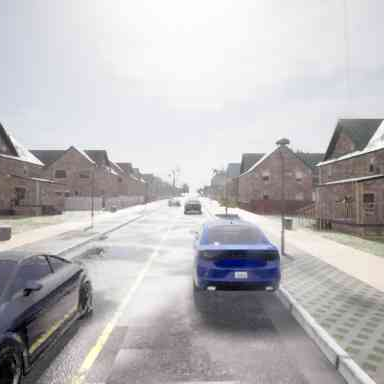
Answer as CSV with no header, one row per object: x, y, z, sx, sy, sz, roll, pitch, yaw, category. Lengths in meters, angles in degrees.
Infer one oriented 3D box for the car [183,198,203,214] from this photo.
0.112,1.552,36.526,1.837,1.490,4.892,0,0,0,car

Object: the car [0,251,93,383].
-2.844,1.567,4.564,1.994,1.385,4.181,0,0,0,car

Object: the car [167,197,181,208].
-2.690,1.573,51.057,2.128,1.511,4.902,0,0,0,car

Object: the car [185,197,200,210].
0.077,1.547,46.374,1.882,1.535,5.008,0,0,1,car

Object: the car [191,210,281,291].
0.973,1.485,9.025,1.882,1.535,5.008,0,0,0,car
